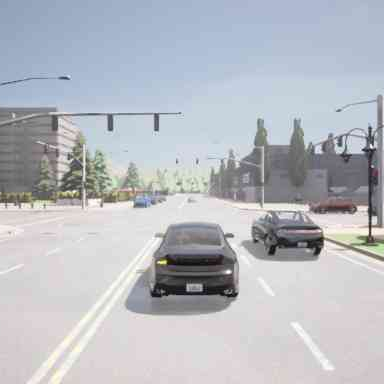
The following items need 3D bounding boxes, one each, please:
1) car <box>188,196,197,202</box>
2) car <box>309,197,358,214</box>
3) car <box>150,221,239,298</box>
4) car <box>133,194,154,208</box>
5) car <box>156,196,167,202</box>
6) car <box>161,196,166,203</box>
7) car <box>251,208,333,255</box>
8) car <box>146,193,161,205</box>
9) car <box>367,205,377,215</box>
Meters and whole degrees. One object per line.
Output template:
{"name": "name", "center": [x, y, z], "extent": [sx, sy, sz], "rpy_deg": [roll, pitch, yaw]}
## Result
{"name": "car", "center": [0.049, 1.519, 72.665], "extent": [1.812, 1.442, 4.674], "rpy_deg": [0, 0, 0]}
{"name": "car", "center": [14.651, 1.349, 34.712], "extent": [4.553, 1.767, 2.097], "rpy_deg": [0, 0, -1]}
{"name": "car", "center": [0.063, 1.504, 8.508], "extent": [1.837, 1.490, 4.892], "rpy_deg": [0, 0, 0]}
{"name": "car", "center": [-7.127, 1.474, 47.872], "extent": [1.882, 1.535, 5.008], "rpy_deg": [0, 0, 1]}
{"name": "car", "center": [-6.992, 1.546, 76.898], "extent": [1.994, 1.385, 4.181], "rpy_deg": [0, 0, 0]}
{"name": "car", "center": [-7.009, 1.486, 67.168], "extent": [2.128, 1.511, 4.902], "rpy_deg": [0, 0, 0]}
{"name": "car", "center": [3.585, 1.491, 13.191], "extent": [2.128, 1.511, 4.902], "rpy_deg": [0, 0, 0]}
{"name": "car", "center": [-7.077, 1.473, 57.466], "extent": [1.882, 1.535, 5.008], "rpy_deg": [0, 0, 0]}
{"name": "car", "center": [19.090, 1.502, 31.261], "extent": [4.892, 1.490, 1.837], "rpy_deg": [0, 0, -1]}
